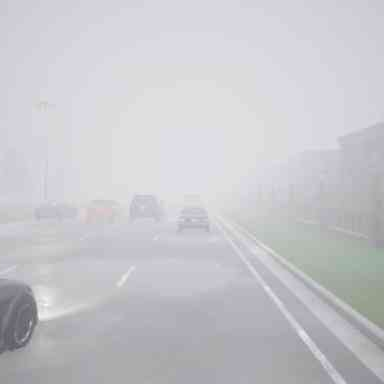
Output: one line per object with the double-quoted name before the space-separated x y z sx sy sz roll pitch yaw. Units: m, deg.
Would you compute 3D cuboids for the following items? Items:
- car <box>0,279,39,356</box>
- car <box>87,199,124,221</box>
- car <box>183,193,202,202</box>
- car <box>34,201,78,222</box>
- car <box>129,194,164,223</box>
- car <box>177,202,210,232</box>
"car" -3.402 1.560 3.559 1.994 1.385 4.181 0 0 0
"car" -6.917 1.325 27.000 2.097 1.767 4.553 0 0 0
"car" 0.071 1.182 41.320 2.150 2.045 5.566 0 0 0
"car" -10.417 1.465 25.883 2.128 1.511 4.902 0 0 0
"car" -3.416 1.196 25.750 2.150 2.045 5.566 0 0 0
"car" 0.087 1.528 19.840 2.033 1.411 5.357 0 0 0
